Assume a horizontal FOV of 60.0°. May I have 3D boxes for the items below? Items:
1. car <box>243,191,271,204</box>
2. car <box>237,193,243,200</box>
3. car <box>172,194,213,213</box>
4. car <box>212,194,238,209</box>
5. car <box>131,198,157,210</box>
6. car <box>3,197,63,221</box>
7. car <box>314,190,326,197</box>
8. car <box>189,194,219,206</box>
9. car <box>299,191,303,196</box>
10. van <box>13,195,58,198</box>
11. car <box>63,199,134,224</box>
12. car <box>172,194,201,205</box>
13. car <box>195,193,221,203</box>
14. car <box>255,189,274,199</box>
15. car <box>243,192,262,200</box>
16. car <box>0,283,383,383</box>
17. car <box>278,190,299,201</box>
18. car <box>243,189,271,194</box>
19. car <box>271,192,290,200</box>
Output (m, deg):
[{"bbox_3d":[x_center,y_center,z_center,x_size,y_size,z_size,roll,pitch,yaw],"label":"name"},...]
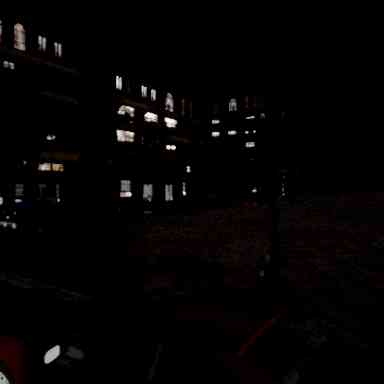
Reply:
[{"bbox_3d":[9.363,0.976,46.477,2.008,1.369,4.403,1,2,35],"label":"car"},{"bbox_3d":[8.829,0.793,60.406,1.947,1.339,4.313,1,2,35],"label":"car"},{"bbox_3d":[-0.162,1.230,32.750,1.887,1.381,4.507,1,2,35],"label":"car"},{"bbox_3d":[3.013,1.149,37.326,2.008,1.369,4.403,1,2,35],"label":"car"},{"bbox_3d":[-5.884,1.295,34.682,1.895,1.301,4.718,0,1,35],"label":"car"},{"bbox_3d":[-11.728,1.403,26.235,2.033,1.411,5.357,0,1,36],"label":"car"},{"bbox_3d":[29.092,0.362,75.505,1.882,1.535,5.008,0,1,35],"label":"car"},{"bbox_3d":[1.703,1.013,45.579,1.812,1.442,4.674,0,1,35],"label":"car"},{"bbox_3d":[27.878,0.261,87.857,1.887,1.381,4.507,1,2,35],"label":"car"},{"bbox_3d":[-13.394,1.176,28.374,1.690,1.788,3.998,1,2,35],"label":"van"},{"bbox_3d":[-6.511,1.426,23.602,1.947,1.339,4.313,1,2,35],"label":"car"},{"bbox_3d":[-0.696,1.052,46.680,1.947,1.339,4.313,1,2,35],"label":"car"},{"bbox_3d":[2.479,0.950,51.255,2.008,1.369,4.403,1,2,35],"label":"car"},{"bbox_3d":[15.181,0.371,69.551,2.192,1.841,5.009,1,2,35],"label":"car"},{"bbox_3d":[11.907,0.670,64.841,1.752,1.417,4.829,1,2,35],"label":"car"},{"bbox_3d":[-0.130,1.553,2.958,4.507,1.381,1.887,0,0,36],"label":"car"},{"bbox_3d":[15.811,0.776,55.767,1.752,1.417,4.829,1,2,35],"label":"car"},{"bbox_3d":[10.402,0.808,52.547,1.882,1.535,5.008,0,1,35],"label":"car"},{"bbox_3d":[16.202,0.775,60.900,1.895,1.301,4.718,0,1,35],"label":"car"}]
